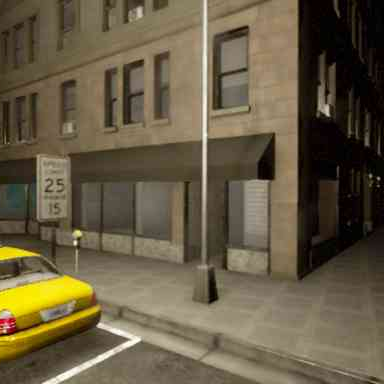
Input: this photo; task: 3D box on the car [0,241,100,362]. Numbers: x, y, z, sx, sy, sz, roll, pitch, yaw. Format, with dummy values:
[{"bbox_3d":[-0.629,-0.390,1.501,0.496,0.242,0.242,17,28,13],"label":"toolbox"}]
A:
[{"bbox_3d":[-3.618,1.516,5.661,4.829,1.417,1.752,0,0,36],"label":"car"}]
